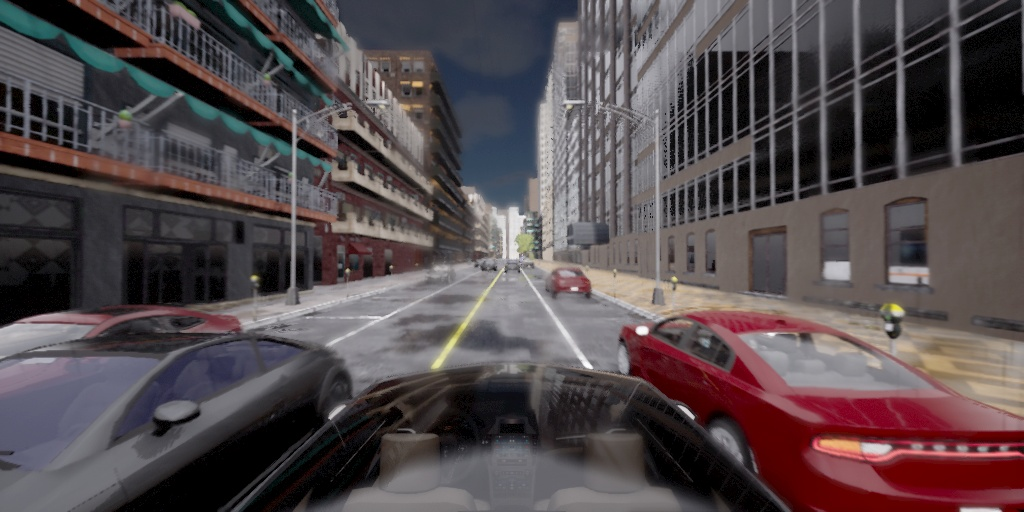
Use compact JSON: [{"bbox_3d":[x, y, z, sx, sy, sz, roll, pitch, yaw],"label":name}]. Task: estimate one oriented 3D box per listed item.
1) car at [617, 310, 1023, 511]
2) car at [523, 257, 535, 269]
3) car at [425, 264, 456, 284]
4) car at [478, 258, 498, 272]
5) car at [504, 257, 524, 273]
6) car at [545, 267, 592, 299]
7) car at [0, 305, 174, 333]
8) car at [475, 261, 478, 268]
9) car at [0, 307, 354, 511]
[{"bbox_3d":[2.566,1.294,4.186,1.888,1.381,4.507,0,0,0],"label":"car"},{"bbox_3d":[2.567,1.279,55.058,2.007,1.370,4.403,0,0,0],"label":"car"},{"bbox_3d":[-5.314,1.289,27.013,2.007,1.370,4.403,0,0,0],"label":"car"},{"bbox_3d":[-2.825,1.209,45.267,1.882,1.535,5.008,0,0,0],"label":"car"},{"bbox_3d":[0.078,1.224,43.199,2.128,1.511,4.902,0,0,0],"label":"car"},{"bbox_3d":[2.750,1.269,17.991,1.812,1.442,4.674,0,0,0],"label":"car"},{"bbox_3d":[-5.315,1.331,4.426,1.802,1.307,4.207,0,0,0],"label":"car"},{"bbox_3d":[-5.314,1.291,60.892,1.948,1.339,4.313,0,0,0],"label":"car"},{"bbox_3d":[-2.851,1.313,2.524,1.994,1.385,4.181,0,0,0],"label":"car"}]
